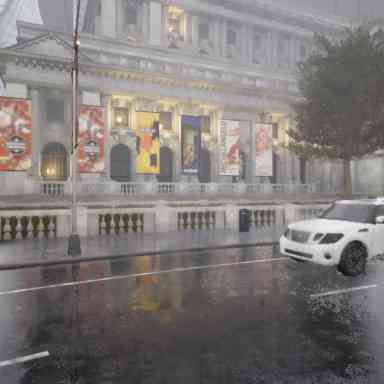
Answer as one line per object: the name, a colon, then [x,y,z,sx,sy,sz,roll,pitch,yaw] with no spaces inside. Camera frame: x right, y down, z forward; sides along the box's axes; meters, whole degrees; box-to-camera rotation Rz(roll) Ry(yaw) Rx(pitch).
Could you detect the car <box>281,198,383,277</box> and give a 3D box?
car: [5.479,1.220,10.431,5.566,2.045,2.150,0,0,-23]
